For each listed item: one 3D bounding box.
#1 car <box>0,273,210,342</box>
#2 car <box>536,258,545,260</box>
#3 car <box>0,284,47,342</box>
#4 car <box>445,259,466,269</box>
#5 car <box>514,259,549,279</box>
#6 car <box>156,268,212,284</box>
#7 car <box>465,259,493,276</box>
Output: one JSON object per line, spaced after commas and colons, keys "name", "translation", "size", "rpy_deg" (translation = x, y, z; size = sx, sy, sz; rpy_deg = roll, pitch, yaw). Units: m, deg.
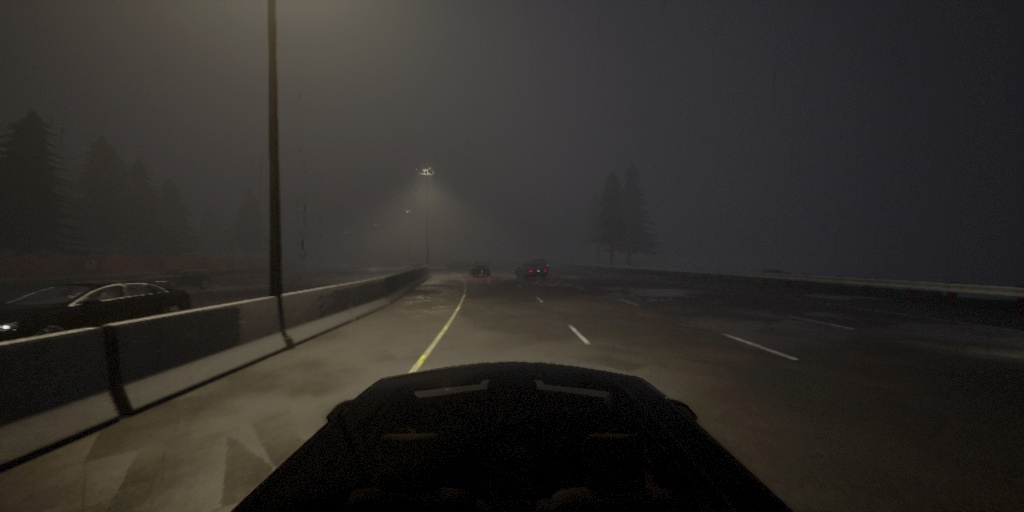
{"name": "car", "translation": [-10.781, 1.411, 9.058], "size": [2.128, 1.511, 4.902], "rpy_deg": [-1, 0, -3]}
{"name": "car", "translation": [2.705, 1.068, 41.528], "size": [2.097, 1.767, 4.553], "rpy_deg": [-1, 0, -13]}
{"name": "car", "translation": [-14.189, 1.519, 7.502], "size": [2.033, 1.411, 5.357], "rpy_deg": [-1, 0, -2]}
{"name": "car", "translation": [-10.116, 1.468, 61.738], "size": [2.033, 1.411, 5.357], "rpy_deg": [-1, 0, -24]}
{"name": "car", "translation": [1.609, 1.279, 31.844], "size": [2.033, 1.411, 5.357], "rpy_deg": [-1, 0, -13]}
{"name": "car", "translation": [-22.618, 1.599, 24.174], "size": [2.128, 1.511, 4.902], "rpy_deg": [-1, 0, -8]}
{"name": "car", "translation": [-3.513, 1.338, 37.889], "size": [1.812, 1.442, 4.674], "rpy_deg": [0, 0, -13]}
